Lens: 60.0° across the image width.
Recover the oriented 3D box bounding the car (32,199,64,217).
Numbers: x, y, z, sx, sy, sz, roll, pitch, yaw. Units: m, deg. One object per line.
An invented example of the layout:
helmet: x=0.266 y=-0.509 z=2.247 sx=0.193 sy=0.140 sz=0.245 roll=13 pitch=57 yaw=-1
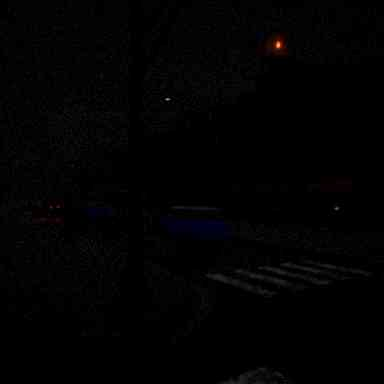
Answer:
car: x=-17.355 y=1.858 z=39.888 sx=2.150 sy=2.045 sz=5.566 roll=1 pitch=-1 yaw=-32

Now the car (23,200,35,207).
car: x=-37.788 y=2.681 z=77.125 sx=1.967 sy=1.590 sz=4.097 roll=1 pitch=-1 yaw=-32

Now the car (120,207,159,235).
car: x=-2.809 y=1.790 z=21.511 sx=1.967 sy=1.590 sz=4.097 roll=1 pitch=-1 yaw=-32

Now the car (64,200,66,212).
car: x=-17.384 y=2.035 z=44.685 sx=2.192 sy=1.841 sz=5.009 roll=1 pitch=-1 yaw=-32

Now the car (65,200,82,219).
car: x=-11.554 y=1.885 z=35.414 sx=2.192 sy=1.841 sz=5.009 roll=0 pitch=-1 yaw=-32

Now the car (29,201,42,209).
car: x=-32.048 y=2.620 z=67.999 sx=1.752 sy=1.417 sz=4.829 roll=1 pitch=-1 yaw=-32

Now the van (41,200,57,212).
van: x=-23.213 y=2.210 z=53.954 sx=1.690 sy=1.788 sz=3.998 roll=1 pitch=-1 yaw=-32

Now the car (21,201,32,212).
car: x=-25.144 y=2.187 z=52.263 sx=2.097 sy=1.767 sz=4.553 roll=1 pitch=-1 yaw=-32

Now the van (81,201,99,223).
van: x=-8.639 y=1.837 z=30.782 sx=1.690 sy=1.788 sz=3.998 roll=1 pitch=-1 yaw=-32

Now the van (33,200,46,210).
van: x=-29.043 y=2.359 z=63.223 sx=1.690 sy=1.788 sz=3.998 roll=1 pitch=-1 yaw=-32

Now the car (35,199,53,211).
car: x=-26.128 y=2.258 z=58.589 sx=2.192 sy=1.841 sz=5.009 roll=1 pitch=-1 yaw=-32

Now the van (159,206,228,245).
van: x=0.105 y=1.619 z=16.878 sx=1.690 sy=1.788 sz=3.998 roll=1 pitch=-1 yaw=-32

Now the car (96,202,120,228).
car: x=-5.724 y=1.863 z=26.146 sx=1.967 sy=1.590 sz=4.097 roll=1 pitch=-1 yaw=-32
